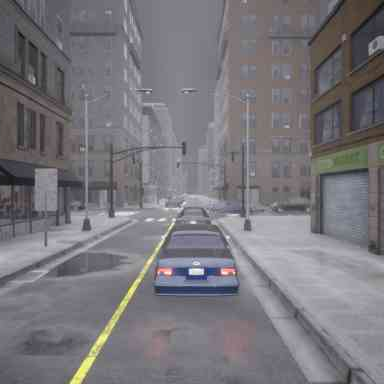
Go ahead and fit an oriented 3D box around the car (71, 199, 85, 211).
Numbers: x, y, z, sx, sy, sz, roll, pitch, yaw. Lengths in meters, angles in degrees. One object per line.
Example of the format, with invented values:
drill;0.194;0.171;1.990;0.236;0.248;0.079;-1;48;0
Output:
car;-14.698;1.539;39.244;4.313;1.339;1.947;0;0;0

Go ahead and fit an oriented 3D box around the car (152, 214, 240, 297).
car;0.093;1.547;8.768;2.033;1.411;5.357;0;0;0

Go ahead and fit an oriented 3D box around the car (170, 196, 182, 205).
car;-2.759;1.526;58.528;1.812;1.442;4.674;0;0;0

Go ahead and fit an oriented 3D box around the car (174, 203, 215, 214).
car;0.085;1.563;19.315;1.994;1.385;4.181;0;0;1

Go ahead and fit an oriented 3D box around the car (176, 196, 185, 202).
car;-2.655;1.599;78.845;1.895;1.301;4.718;0;0;0

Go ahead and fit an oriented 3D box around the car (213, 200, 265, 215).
car;4.613;1.554;33.712;5.357;1.411;2.033;0;0;0

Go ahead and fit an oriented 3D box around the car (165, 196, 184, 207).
car;-2.811;1.351;49.799;2.097;1.767;4.553;0;0;1

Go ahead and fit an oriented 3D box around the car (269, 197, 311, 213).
car;10.885;1.353;36.641;4.553;1.767;2.097;0;0;0

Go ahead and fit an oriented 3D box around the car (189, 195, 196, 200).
car;0.110;1.530;91.501;1.812;1.442;4.674;0;0;0
